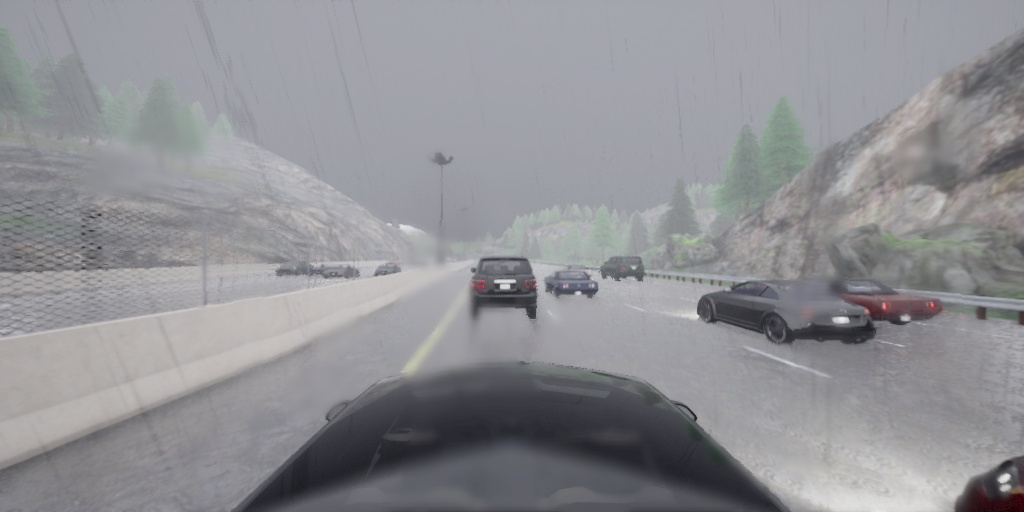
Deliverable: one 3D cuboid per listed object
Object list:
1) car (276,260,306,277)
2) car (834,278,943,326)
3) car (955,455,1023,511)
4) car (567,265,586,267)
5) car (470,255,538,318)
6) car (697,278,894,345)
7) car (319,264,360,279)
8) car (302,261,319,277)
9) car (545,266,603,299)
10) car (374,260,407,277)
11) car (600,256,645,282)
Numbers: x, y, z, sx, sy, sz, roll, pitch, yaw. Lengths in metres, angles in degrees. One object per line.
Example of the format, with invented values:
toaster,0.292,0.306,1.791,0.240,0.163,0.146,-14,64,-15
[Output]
car,-23.154,1.248,38.452,2.097,1.767,4.553,0,0,-3
car,10.246,1.353,11.639,1.895,1.301,4.718,0,0,-3
car,3.515,1.302,0.256,1.994,1.385,4.181,0,0,1
car,5.538,1.415,31.507,1.895,1.301,4.718,0,0,-4
car,-0.350,1.002,13.255,2.150,2.045,5.566,0,0,-3
car,6.812,1.319,9.513,1.994,1.385,4.181,0,0,-2
car,-15.826,1.432,33.501,1.994,1.385,4.181,0,0,-4
car,-19.596,1.488,37.589,1.895,1.301,4.718,0,0,-4
car,2.860,1.387,18.367,1.895,1.301,4.718,0,0,-3
car,-12.518,1.432,36.609,1.994,1.385,4.181,0,0,-4
car,9.138,1.024,30.045,2.150,2.045,5.566,0,0,-4
